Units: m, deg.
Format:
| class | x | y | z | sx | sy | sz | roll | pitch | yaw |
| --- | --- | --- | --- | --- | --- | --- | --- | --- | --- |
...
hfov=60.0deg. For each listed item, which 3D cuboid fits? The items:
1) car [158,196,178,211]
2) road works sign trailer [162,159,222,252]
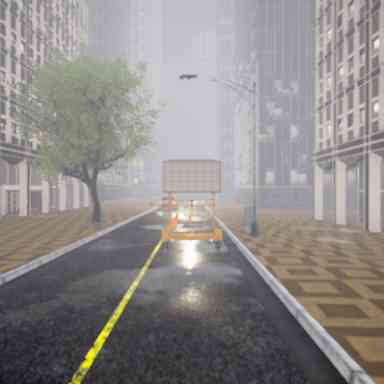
| class | x | y | z | sx | sy | sz | roll | pitch | yaw |
| --- | --- | --- | --- | --- | --- | --- | --- | --- | --- |
| car | -2.835 | 1.288 | 39.836 | 2.097 | 1.767 | 4.553 | 0 | 0 | 0 |
| road works sign trailer | 0.001 | 0.434 | 13.750 | 2.380 | 3.560 | 2.880 | 0 | 0 | 0 |
